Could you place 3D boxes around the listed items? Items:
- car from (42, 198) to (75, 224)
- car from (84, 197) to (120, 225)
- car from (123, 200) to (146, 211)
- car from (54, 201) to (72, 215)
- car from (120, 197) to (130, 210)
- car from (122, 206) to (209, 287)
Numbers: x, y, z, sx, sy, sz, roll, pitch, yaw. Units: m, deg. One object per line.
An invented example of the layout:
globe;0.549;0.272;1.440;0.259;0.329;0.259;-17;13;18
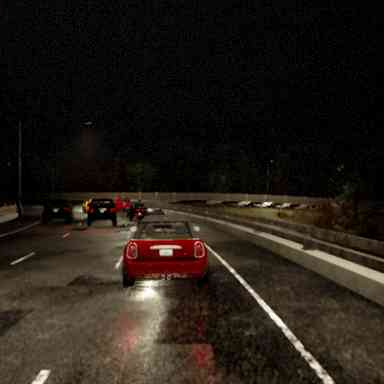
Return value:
car;-11.242;1.543;28.188;2.150;2.045;5.566;0;0;-16
car;-7.280;1.525;26.988;2.150;2.045;5.566;0;0;-15
car;-5.339;1.866;32.671;1.837;1.490;4.892;0;-1;-17
car;-16.406;1.982;42.116;1.837;1.490;4.892;0;-1;-24
car;-9.339;1.706;43.492;2.150;2.045;5.566;0;0;-23
car;-0.792;1.461;9.885;2.097;1.767;4.553;0;-1;-5
